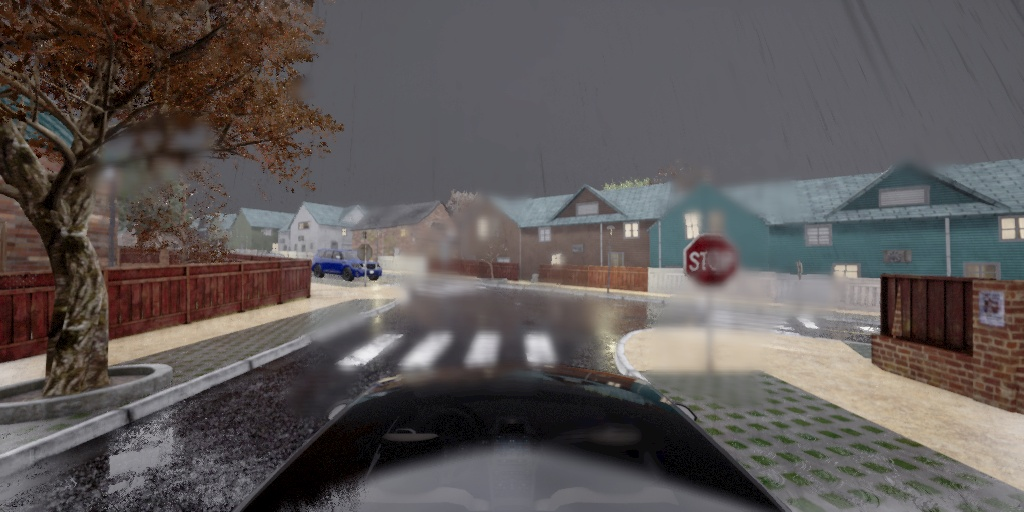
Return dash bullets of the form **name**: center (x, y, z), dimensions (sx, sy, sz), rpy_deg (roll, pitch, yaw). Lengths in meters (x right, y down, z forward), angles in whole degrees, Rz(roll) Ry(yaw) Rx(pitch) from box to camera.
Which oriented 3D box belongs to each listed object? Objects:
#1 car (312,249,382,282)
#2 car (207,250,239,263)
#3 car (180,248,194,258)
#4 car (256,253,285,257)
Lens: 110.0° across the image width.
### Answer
- **car**: center (-11.222, 0.570, 24.224), dimensions (5.566, 2.045, 2.150), rpy_deg (2, 0, 32)
- **car**: center (-28.445, 0.172, 35.049), dimensions (5.008, 1.535, 1.882), rpy_deg (2, 0, 32)
- **car**: center (-43.317, -0.298, 47.806), dimensions (4.674, 1.442, 1.812), rpy_deg (2, 0, 32)
- **car**: center (-19.836, 0.523, 29.634), dimensions (4.892, 1.490, 1.837), rpy_deg (2, 0, 32)
